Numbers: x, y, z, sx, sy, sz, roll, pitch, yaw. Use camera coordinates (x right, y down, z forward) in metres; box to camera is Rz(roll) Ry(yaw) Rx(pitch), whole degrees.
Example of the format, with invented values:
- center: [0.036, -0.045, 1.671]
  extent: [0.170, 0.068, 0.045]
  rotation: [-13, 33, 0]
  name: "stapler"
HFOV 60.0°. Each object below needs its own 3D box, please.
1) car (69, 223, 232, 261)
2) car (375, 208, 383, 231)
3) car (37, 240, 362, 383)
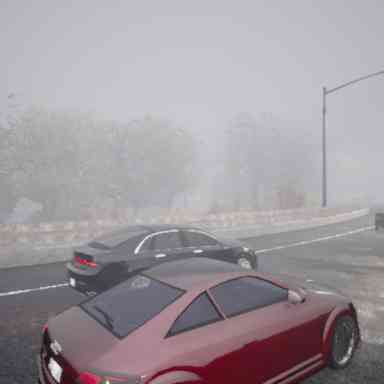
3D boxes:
- center: [-0.453, 1.529, 8.043]
  extent: [4.892, 1.490, 1.837]
  rotation: [0, 0, -38]
  name: "car"
- center: [12.892, 1.577, 20.687]
  extent: [1.882, 1.535, 5.008]
  rotation: [0, 0, 42]
  name: "car"
- center: [0.345, 1.578, 4.242]
  extent: [4.181, 1.385, 1.994]
  rotation: [0, 0, -38]
  name: "car"
